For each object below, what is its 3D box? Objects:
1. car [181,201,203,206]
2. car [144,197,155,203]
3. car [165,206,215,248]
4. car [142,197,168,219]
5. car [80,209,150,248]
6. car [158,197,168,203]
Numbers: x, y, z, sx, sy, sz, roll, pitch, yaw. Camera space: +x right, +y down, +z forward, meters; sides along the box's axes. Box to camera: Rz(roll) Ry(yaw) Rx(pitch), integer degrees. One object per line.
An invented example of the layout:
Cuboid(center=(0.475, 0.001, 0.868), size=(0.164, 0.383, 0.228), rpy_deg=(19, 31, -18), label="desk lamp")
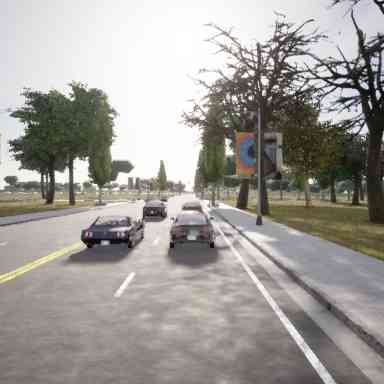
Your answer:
Cuboid(center=(0.000, 1.516, 29.651), size=(1.882, 1.535, 5.008), rpy_deg=(0, 0, 0), label="car")
Cuboid(center=(-9.750, 1.719, 76.133), size=(1.895, 1.301, 4.718), rpy_deg=(0, 0, 0), label="car")
Cuboid(center=(0.000, 1.538, 14.650), size=(1.812, 1.442, 4.674), rpy_deg=(0, 0, 0), label="car")
Cuboid(center=(-3.250, 1.516, 29.651), size=(1.882, 1.535, 5.008), rpy_deg=(0, 0, 0), label="car")
Cuboid(center=(-3.250, 1.622, 14.680), size=(1.895, 1.301, 4.718), rpy_deg=(0, 0, 0), label="car")
Cuboid(center=(-6.500, 1.719, 76.133), size=(1.895, 1.301, 4.718), rpy_deg=(0, 0, 0), label="car")
